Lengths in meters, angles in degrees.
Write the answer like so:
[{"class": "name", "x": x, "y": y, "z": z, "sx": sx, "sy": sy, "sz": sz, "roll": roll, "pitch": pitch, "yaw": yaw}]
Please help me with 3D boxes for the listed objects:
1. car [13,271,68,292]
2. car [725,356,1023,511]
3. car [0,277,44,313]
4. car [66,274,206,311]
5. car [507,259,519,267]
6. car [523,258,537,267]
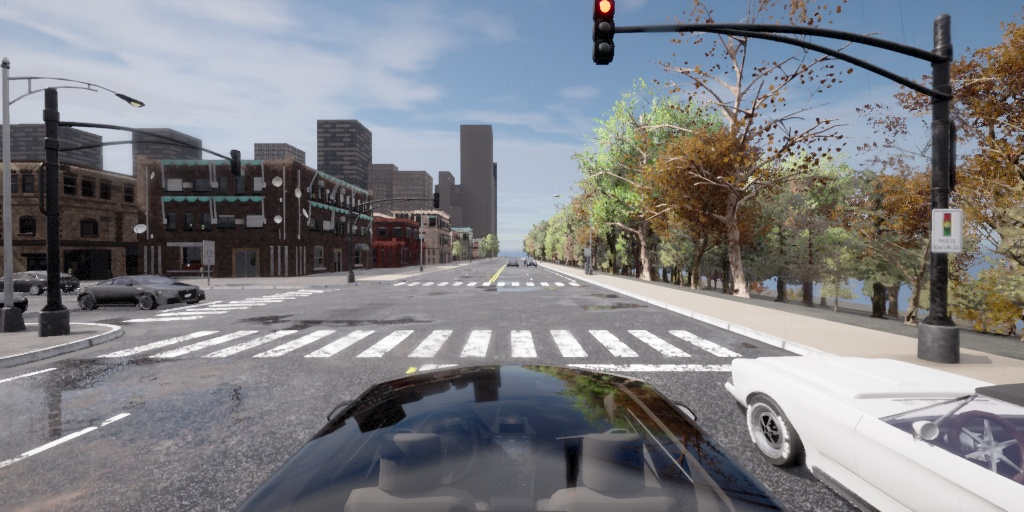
[{"class": "car", "x": -28.260, "y": 1.560, "z": 21.096, "sx": 4.403, "sy": 1.370, "sz": 2.007, "roll": 0, "pitch": 0, "yaw": 0}, {"class": "car", "x": 3.350, "y": 1.351, "z": 1.927, "sx": 1.895, "sy": 1.301, "sz": 4.718, "roll": 0, "pitch": 0, "yaw": 0}, {"class": "car", "x": -19.936, "y": 1.565, "z": 12.575, "sx": 4.313, "sy": 1.339, "sz": 1.948, "roll": 0, "pitch": 0, "yaw": 0}, {"class": "car", "x": -15.493, "y": 1.486, "z": 15.106, "sx": 4.181, "sy": 1.385, "sz": 1.994, "roll": -1, "pitch": 1, "yaw": 5}, {"class": "car", "x": 0.155, "y": 1.290, "z": 63.434, "sx": 1.994, "sy": 1.385, "sz": 4.181, "roll": 0, "pitch": 0, "yaw": 1}, {"class": "car", "x": 3.417, "y": 1.327, "z": 63.712, "sx": 1.895, "sy": 1.301, "sz": 4.718, "roll": 0, "pitch": 0, "yaw": 0}]
